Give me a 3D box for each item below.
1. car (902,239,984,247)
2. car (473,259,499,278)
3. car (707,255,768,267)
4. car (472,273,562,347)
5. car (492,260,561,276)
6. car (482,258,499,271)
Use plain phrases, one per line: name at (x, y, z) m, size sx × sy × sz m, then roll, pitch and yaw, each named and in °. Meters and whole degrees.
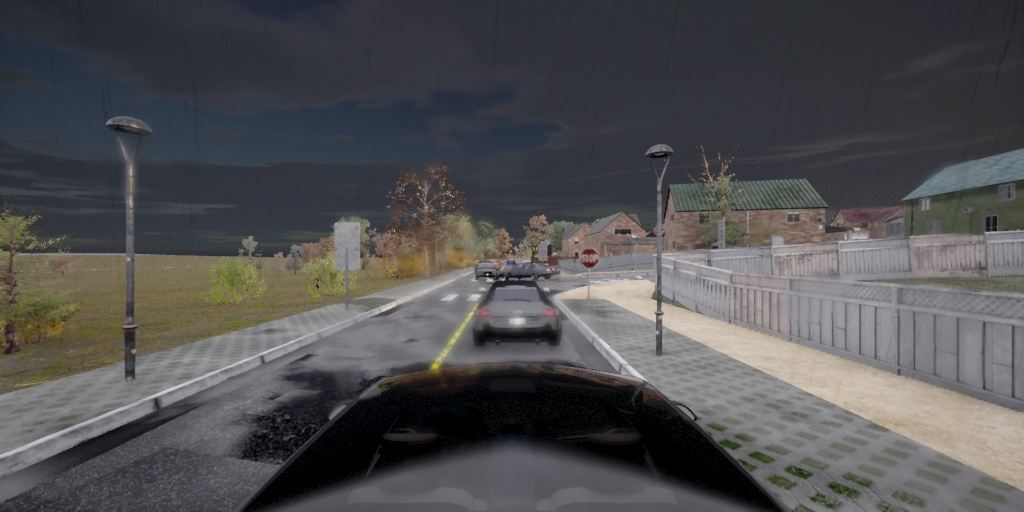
car at (23.848, -0.208, 20.386) m, size 4.902 × 1.511 × 2.128 m, roll -3°, pitch 0°, yaw 14°
car at (-2.314, 1.257, 31.287) m, size 1.837 × 1.490 × 4.892 m, roll 0°, pitch 0°, yaw -8°
car at (14.343, 0.413, 22.788) m, size 4.181 × 1.385 × 1.994 m, roll -3°, pitch 0°, yaw 16°
car at (0.086, 1.313, 9.366) m, size 1.994 × 1.385 × 4.181 m, roll 0°, pitch 0°, yaw -1°
car at (1.280, 1.197, 28.383) m, size 5.357 × 1.411 × 2.033 m, roll -4°, pitch -3°, yaw 43°
car at (-2.952, 1.120, 51.104) m, size 2.097 × 1.767 × 4.553 m, roll 0°, pitch 0°, yaw 1°
